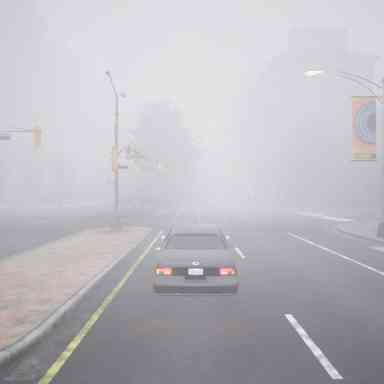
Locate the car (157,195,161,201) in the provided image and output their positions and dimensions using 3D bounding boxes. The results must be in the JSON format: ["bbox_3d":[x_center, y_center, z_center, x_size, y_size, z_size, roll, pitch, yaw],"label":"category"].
[{"bbox_3d":[-7.916,1.526,67.462,1.812,1.442,4.674,0,0,1],"label":"car"}]

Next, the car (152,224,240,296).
[{"bbox_3d":[0.087,1.547,8.782,2.033,1.411,5.357,0,0,0],"label":"car"}]

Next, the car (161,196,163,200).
[{"bbox_3d":[-7.882,1.500,77.791,1.837,1.490,4.892,0,0,0],"label":"car"}]

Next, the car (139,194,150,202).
[{"bbox_3d":[-11.379,1.355,79.562,2.097,1.767,4.553,0,0,0],"label":"car"}]

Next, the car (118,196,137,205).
[{"bbox_3d":[-11.478,1.491,59.629,2.128,1.511,4.902,0,0,0],"label":"car"}]

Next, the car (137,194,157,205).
[{"bbox_3d":[-7.983,1.564,58.944,1.994,1.385,4.181,0,0,1],"label":"car"}]

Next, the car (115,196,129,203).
[{"bbox_3d":[-14.644,1.595,69.433,1.895,1.301,4.718,0,0,0],"label":"car"}]

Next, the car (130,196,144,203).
[{"bbox_3d":[-11.395,1.525,69.551,2.128,1.511,4.902,0,0,0],"label":"car"}]
